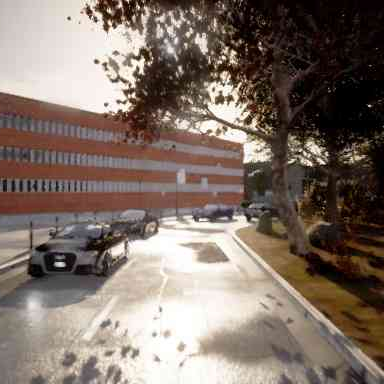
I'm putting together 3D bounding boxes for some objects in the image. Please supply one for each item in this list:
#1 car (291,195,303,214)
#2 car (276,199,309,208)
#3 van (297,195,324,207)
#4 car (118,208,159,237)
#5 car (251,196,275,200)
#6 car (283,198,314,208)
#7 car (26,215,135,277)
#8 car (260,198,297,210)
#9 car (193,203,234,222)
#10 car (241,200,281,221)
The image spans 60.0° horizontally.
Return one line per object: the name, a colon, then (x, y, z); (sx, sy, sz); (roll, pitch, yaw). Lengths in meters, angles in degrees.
car: (13.294, 1.499, 38.186); (2.150, 2.045, 5.566); (0, 0, 39)
car: (16.486, 1.844, 54.663); (4.674, 1.452, 2.002); (0, 0, 38)
van: (21.823, 1.597, 61.251); (4.442, 1.987, 1.878); (0, 0, 38)
car: (-3.136, 1.652, 19.039); (1.812, 1.442, 4.674); (0, 0, 8)
car: (9.475, 1.518, 45.798); (5.566, 2.045, 2.435); (0, 0, 38)
car: (18.238, 1.850, 56.880); (4.674, 1.452, 2.002); (0, 0, 38)
car: (-3.247, 1.623, 10.252); (1.994, 1.385, 4.181); (0, -1, 1)
car: (12.989, 1.789, 50.224); (5.008, 1.535, 2.097); (0, 0, 38)
car: (1.968, 1.725, 28.990); (1.812, 1.442, 4.674); (0, 0, 37)
car: (6.382, 1.709, 29.274); (2.128, 1.511, 4.902); (0, 0, 38)
